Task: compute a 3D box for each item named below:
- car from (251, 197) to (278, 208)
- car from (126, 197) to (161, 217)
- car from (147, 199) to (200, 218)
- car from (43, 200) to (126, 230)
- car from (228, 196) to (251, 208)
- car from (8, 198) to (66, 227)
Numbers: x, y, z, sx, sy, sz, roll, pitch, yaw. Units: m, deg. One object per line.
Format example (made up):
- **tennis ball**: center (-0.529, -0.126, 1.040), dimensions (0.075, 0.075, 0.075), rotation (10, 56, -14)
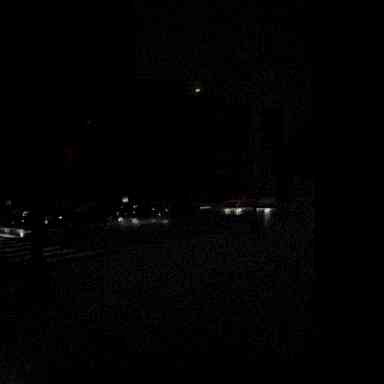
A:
- **car**: center (10.119, 1.345, 44.759), dimensions (1.812, 1.442, 4.674), rotation (0, 0, 36)
- **car**: center (-4.325, 1.265, 30.053), dimensions (2.097, 1.767, 4.553), rotation (0, 0, 35)
- **car**: center (-1.350, 1.505, 28.630), dimensions (1.895, 1.301, 4.718), rotation (0, 0, 35)
- **car**: center (-6.850, 1.436, 20.864), dimensions (2.128, 1.511, 4.902), rotation (0, 0, 35)
- **car**: center (6.695, 1.310, 45.559), dimensions (1.882, 1.535, 5.008), rotation (0, 0, 36)
- **car**: center (-9.763, 1.305, 22.371), dimensions (2.097, 1.767, 4.553), rotation (0, 0, 35)
